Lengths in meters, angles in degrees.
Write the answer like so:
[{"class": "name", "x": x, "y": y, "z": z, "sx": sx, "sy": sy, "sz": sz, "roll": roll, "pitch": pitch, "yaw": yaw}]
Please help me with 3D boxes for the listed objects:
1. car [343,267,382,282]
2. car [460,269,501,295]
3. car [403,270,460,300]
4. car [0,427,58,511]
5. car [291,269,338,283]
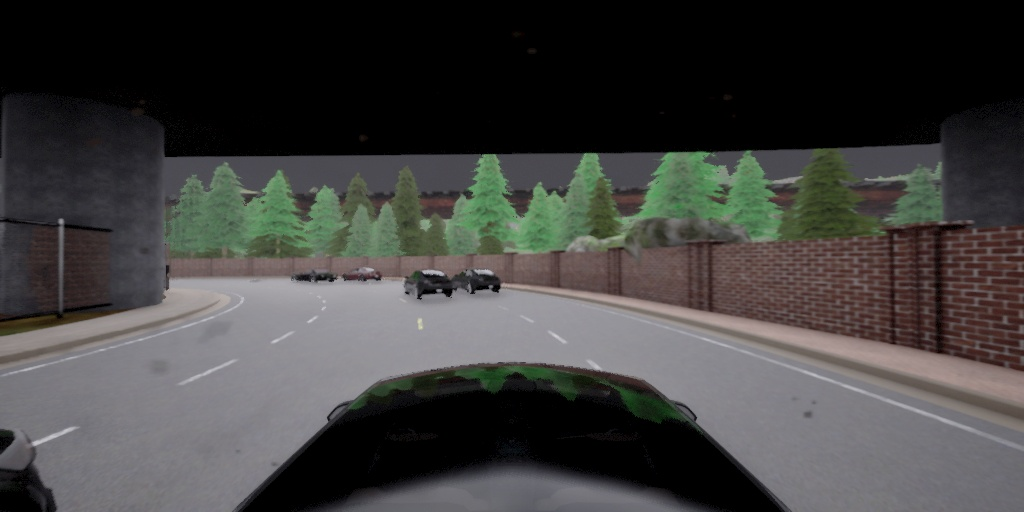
[{"class": "car", "x": -14.882, "y": 1.820, "z": 35.681, "sx": 4.674, "sy": 1.442, "sz": 1.812, "roll": -1, "pitch": -1, "yaw": 34}, {"class": "car", "x": -2.390, "y": 1.550, "z": 22.775, "sx": 1.837, "sy": 1.490, "sz": 4.892, "roll": 0, "pitch": -1, "yaw": -29}, {"class": "car", "x": -4.788, "y": 1.529, "z": 20.125, "sx": 1.837, "sy": 1.490, "sz": 4.892, "roll": 1, "pitch": -1, "yaw": -28}, {"class": "car", "x": -3.796, "y": 1.321, "z": 0.409, "sx": 1.994, "sy": 1.385, "sz": 4.181, "roll": 0, "pitch": -1, "yaw": -1}, {"class": "car", "x": -18.836, "y": 1.900, "z": 34.107, "sx": 4.718, "sy": 1.301, "sz": 1.895, "roll": -1, "pitch": -1, "yaw": 29}]
